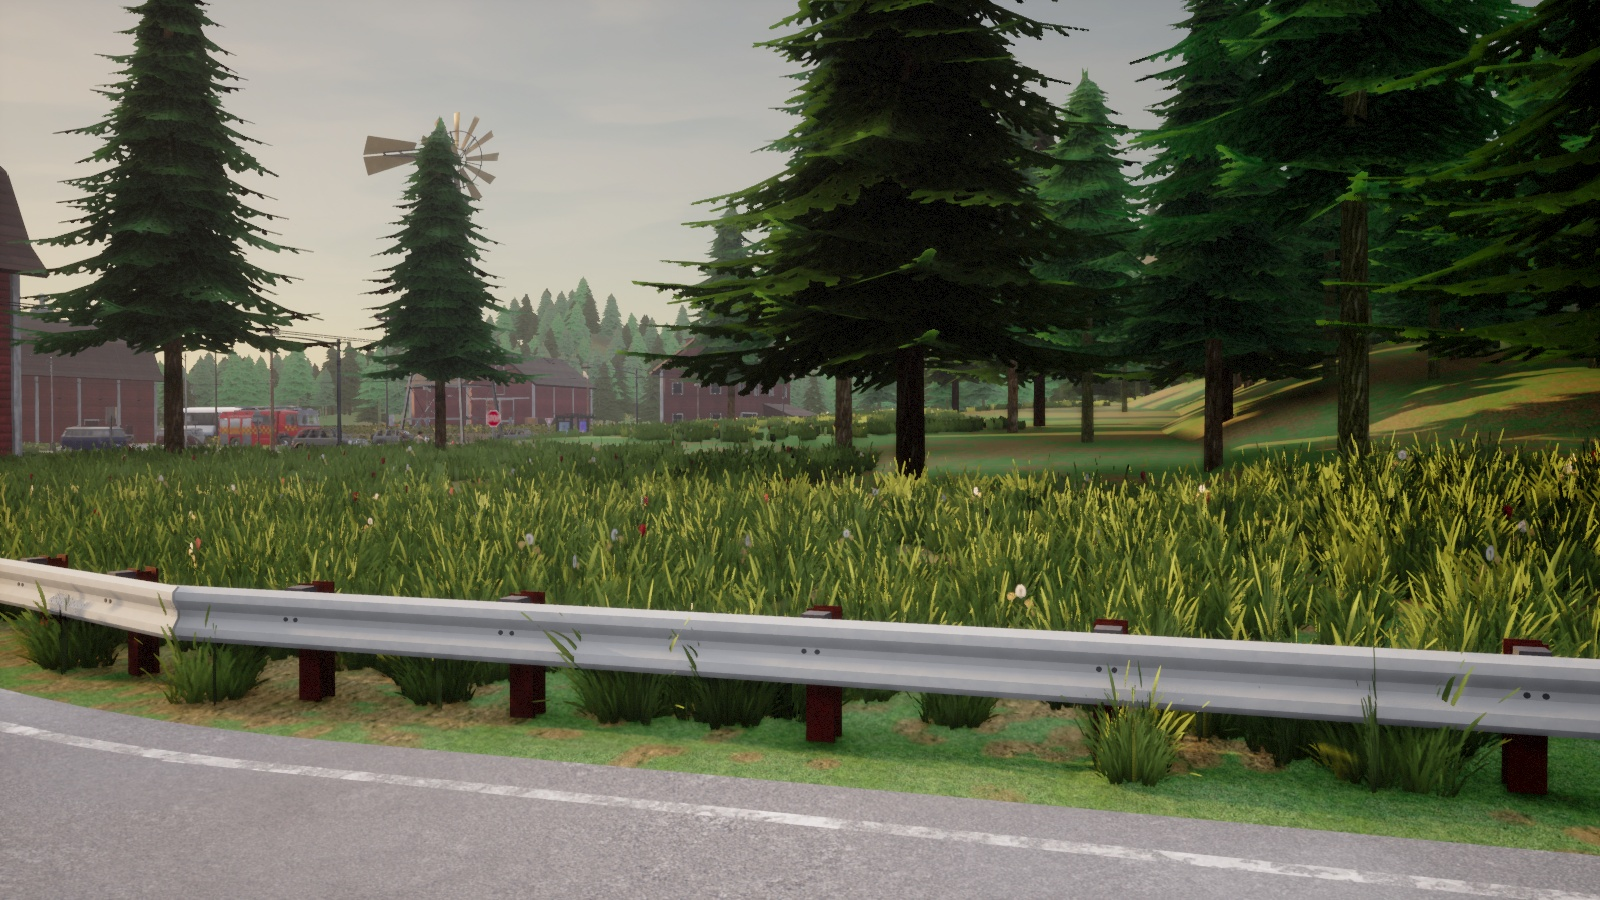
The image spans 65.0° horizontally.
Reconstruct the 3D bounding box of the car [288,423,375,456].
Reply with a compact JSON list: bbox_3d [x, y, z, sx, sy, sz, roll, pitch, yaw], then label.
[{"bbox_3d":[-27.686,-0.624,74.256,4.605,1.855,1.932,1,1,19],"label":"car"}]

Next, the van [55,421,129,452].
[{"bbox_3d":[-47.448,-0.920,84.198,4.442,1.987,1.775,1,1,18],"label":"van"}]
